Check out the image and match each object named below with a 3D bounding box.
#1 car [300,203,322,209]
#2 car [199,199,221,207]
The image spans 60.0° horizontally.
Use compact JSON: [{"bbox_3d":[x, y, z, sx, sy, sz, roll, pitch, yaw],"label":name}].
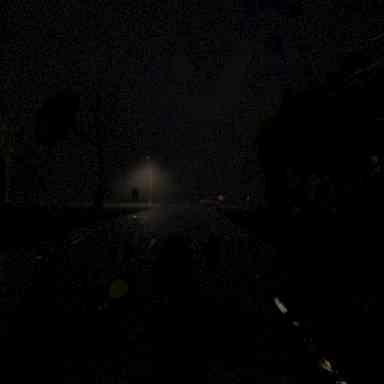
[{"bbox_3d":[27.343,3.169,76.430,4.902,1.511,2.128,2,0,0],"label":"car"},{"bbox_3d":[3.762,2.318,69.546,4.553,1.767,2.097,2,0,0],"label":"car"}]
